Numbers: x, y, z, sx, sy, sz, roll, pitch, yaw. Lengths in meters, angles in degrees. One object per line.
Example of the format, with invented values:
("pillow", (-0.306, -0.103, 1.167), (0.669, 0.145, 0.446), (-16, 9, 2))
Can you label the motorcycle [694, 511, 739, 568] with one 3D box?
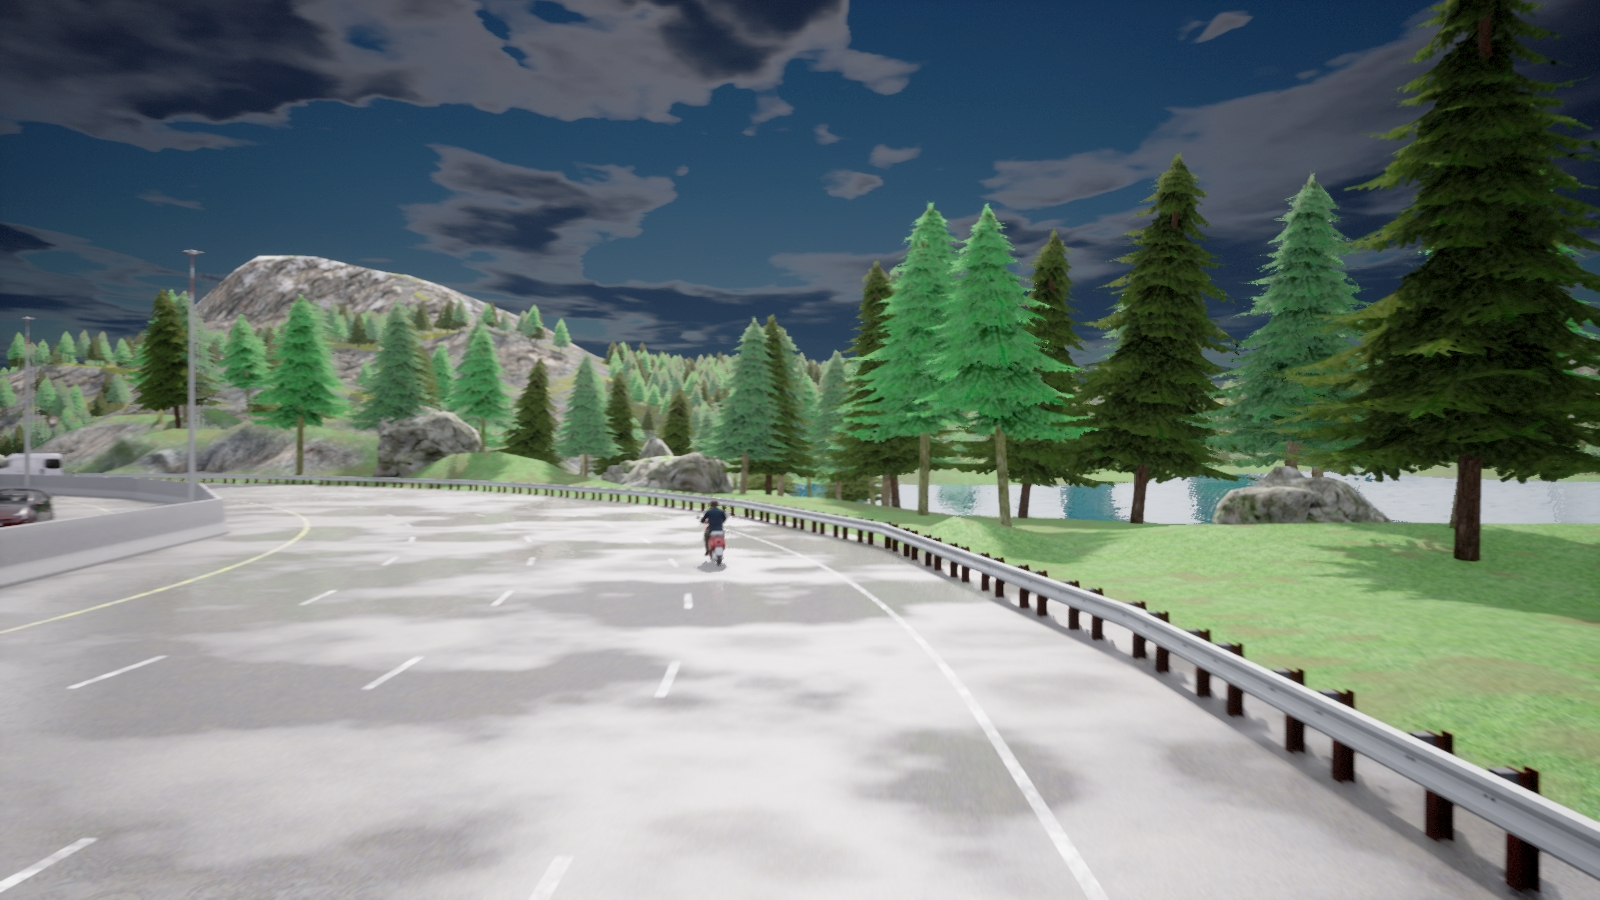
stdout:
("motorcycle", (-2.086, 2.199, 28.251), (0.856, 1.236, 1.805), (-2, 0, -11))

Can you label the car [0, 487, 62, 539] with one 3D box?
("car", (-26.142, 2.052, 37.963), (2.007, 1.525, 4.514), (0, 0, -23))
